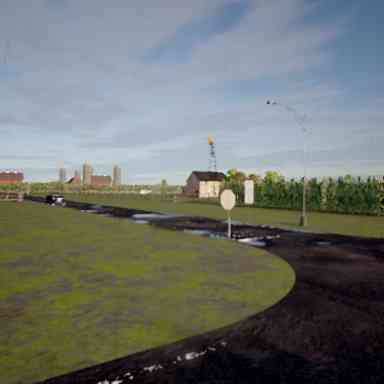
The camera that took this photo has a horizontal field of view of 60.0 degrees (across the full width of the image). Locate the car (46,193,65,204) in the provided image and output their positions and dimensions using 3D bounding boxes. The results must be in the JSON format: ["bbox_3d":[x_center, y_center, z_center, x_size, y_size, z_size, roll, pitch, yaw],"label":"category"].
[{"bbox_3d":[-20.117,0.890,48.905,2.128,1.511,4.902,0,1,-36],"label":"car"}]
